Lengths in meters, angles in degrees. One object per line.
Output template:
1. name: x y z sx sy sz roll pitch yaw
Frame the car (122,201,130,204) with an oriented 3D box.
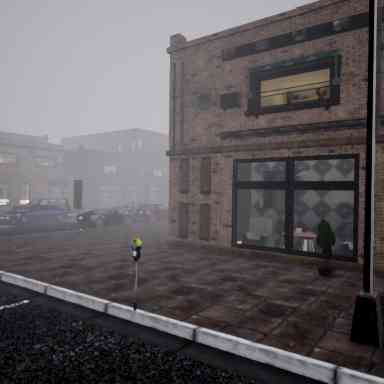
1. car: -6.231 1.708 34.043 2.128 1.511 4.902 1 0 36

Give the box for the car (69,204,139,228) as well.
1. car: -6.281 1.797 24.142 1.947 1.339 4.313 0 0 36

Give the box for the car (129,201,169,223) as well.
1. car: -3.015 1.724 28.629 1.967 1.590 4.097 0 0 36

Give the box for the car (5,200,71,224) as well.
1. car: -12.015 1.649 26.086 1.812 1.442 4.674 1 0 36

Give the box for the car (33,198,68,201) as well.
1. car: -13.054 1.415 29.073 2.192 1.841 5.009 0 0 36
